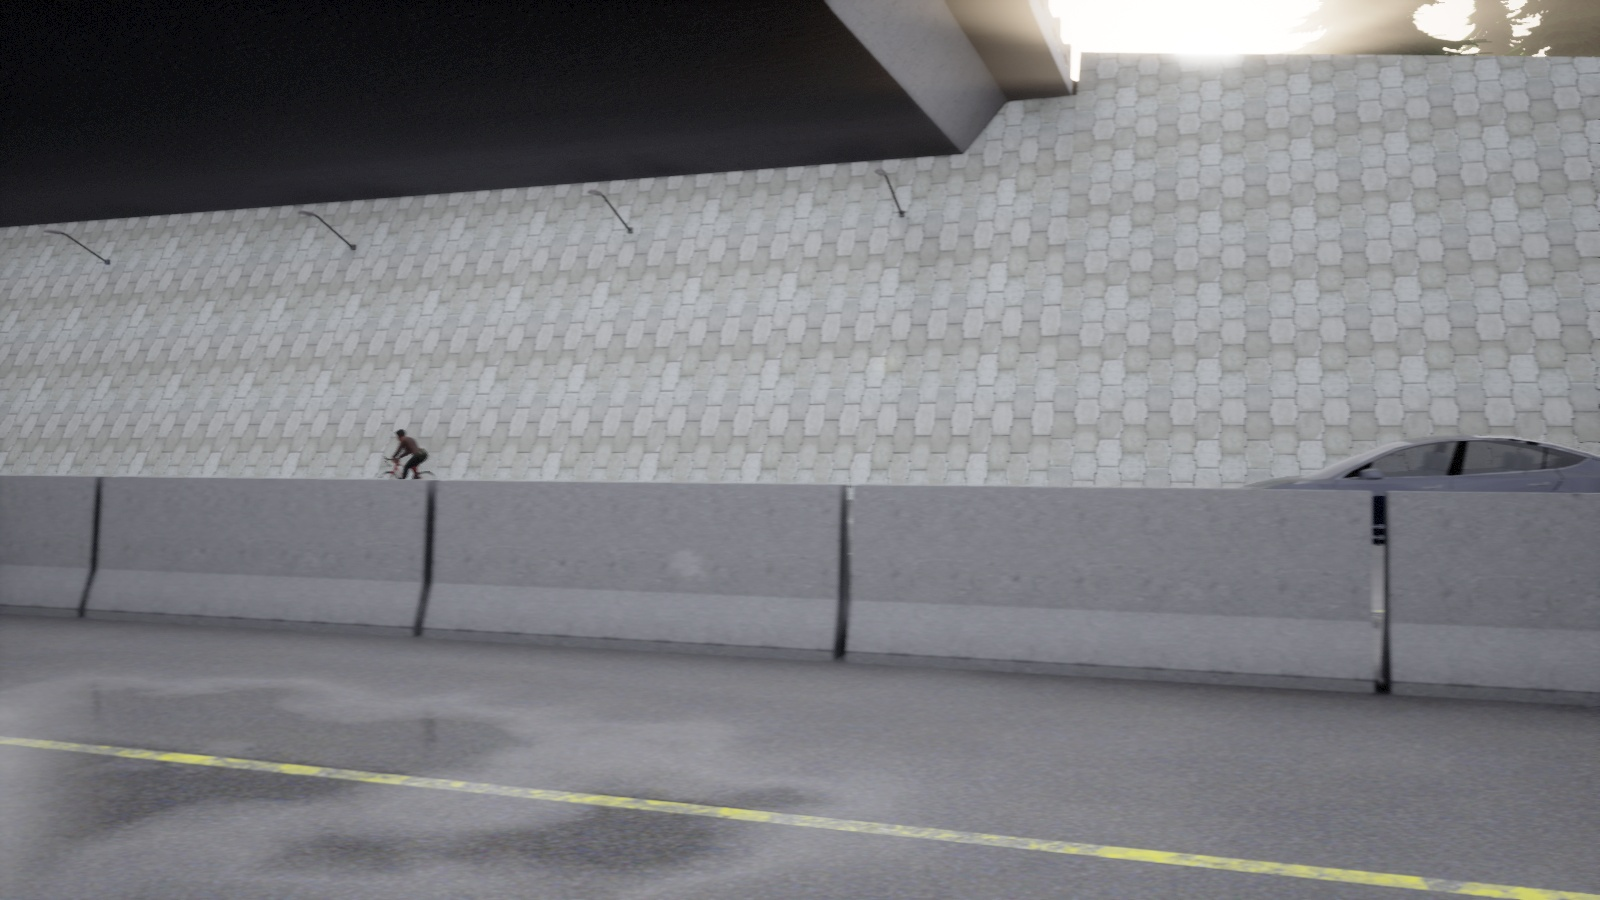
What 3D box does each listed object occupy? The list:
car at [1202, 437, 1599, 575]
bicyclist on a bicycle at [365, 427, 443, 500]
[{"bbox_3d":[7.486,0.607,15.444,4.792,1.488,2.163,1,1,19],"label":"car"},{"bbox_3d":[-8.936,0.292,28.354,1.656,1.620,0.582,0,1,19],"label":"bicyclist on a bicycle"}]
